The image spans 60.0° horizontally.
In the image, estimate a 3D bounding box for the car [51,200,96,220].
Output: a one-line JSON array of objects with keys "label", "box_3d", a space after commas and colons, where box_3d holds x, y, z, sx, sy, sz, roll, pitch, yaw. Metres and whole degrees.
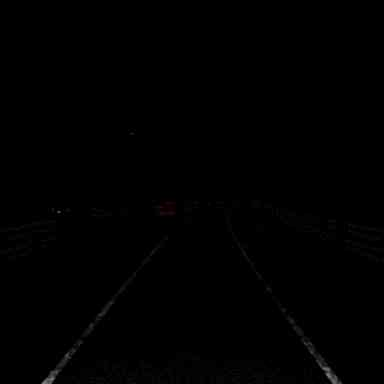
[{"label": "car", "box_3d": [-10.503, 1.641, 29.479, 1.994, 1.385, 4.181, 0, 0, 15]}]

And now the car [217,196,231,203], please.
[{"label": "car", "box_3d": [7.996, 1.950, 84.572, 1.882, 1.535, 5.008, 0, 0, 15]}]

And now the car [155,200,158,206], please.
[{"label": "car", "box_3d": [-5.276, 1.914, 62.260, 1.895, 1.301, 4.718, 0, 0, 15]}]

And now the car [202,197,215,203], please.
[{"label": "car", "box_3d": [4.608, 1.943, 85.450, 1.882, 1.535, 5.008, 0, 0, 15]}]

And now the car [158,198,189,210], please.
[{"label": "car", "box_3d": [-2.431, 1.717, 45.953, 2.128, 1.511, 4.902, 0, 0, 15]}]

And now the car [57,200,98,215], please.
[{"label": "car", "box_3d": [-12.318, 1.624, 36.186, 1.837, 1.490, 4.892, 0, 0, 15]}]

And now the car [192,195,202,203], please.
[{"label": "car", "box_3d": [1.254, 1.683, 86.455, 2.150, 2.045, 5.566, 0, 0, 15]}]
